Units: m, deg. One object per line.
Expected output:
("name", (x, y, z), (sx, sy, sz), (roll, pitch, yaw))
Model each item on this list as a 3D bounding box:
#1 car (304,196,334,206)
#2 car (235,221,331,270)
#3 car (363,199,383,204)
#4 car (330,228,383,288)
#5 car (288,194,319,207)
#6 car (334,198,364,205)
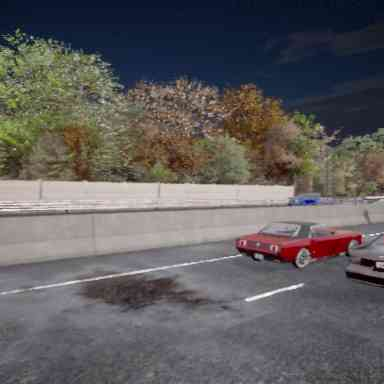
("car", (17.528, 1.597, 43.556), (5.357, 1.411, 2.033), (0, 0, -36))
("car", (3.743, 1.610, 11.082), (4.718, 1.301, 1.895), (0, 0, -37))
("car", (22.067, 1.595, 38.226), (4.674, 1.442, 1.812), (0, 0, -37))
("car", (5.947, 1.566, 8.363), (5.357, 1.411, 2.033), (0, 0, -37))
("car", (15.897, 1.259, 46.713), (5.566, 2.045, 2.150), (0, 0, -37))
("car", (20.122, 1.564, 41.144), (4.892, 1.490, 1.837), (0, 0, -37))
